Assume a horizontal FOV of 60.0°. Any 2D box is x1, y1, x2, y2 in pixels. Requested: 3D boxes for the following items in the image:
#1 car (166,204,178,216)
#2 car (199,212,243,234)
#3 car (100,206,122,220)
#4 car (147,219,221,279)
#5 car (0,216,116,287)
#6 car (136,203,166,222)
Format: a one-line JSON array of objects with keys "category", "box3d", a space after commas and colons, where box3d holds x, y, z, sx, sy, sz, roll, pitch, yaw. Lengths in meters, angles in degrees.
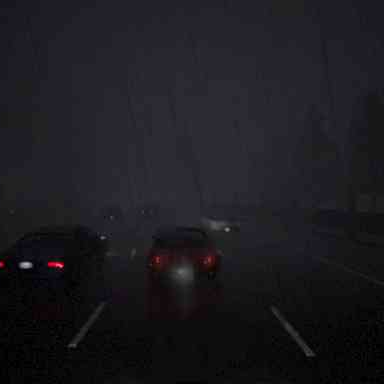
[{"category": "car", "box3d": [-3.068, 2.130, 39.679, 1.812, 1.442, 4.674, 1, -1, -20]}, {"category": "car", "box3d": [1.723, 1.961, 21.778, 1.895, 1.301, 4.718, 1, -1, -9]}, {"category": "car", "box3d": [-7.926, 2.050, 32.353, 1.895, 1.301, 4.718, 1, -1, -16]}, {"category": "car", "box3d": [-0.351, 1.767, 10.559, 1.895, 1.301, 4.718, 1, -1, -4]}, {"category": "car", "box3d": [-3.764, 1.672, 9.686, 2.033, 1.411, 5.357, 1, -1, -4]}, {"category": "car", "box3d": [-4.130, 1.821, 31.656, 2.097, 1.767, 4.553, 1, -1, -15]}]
